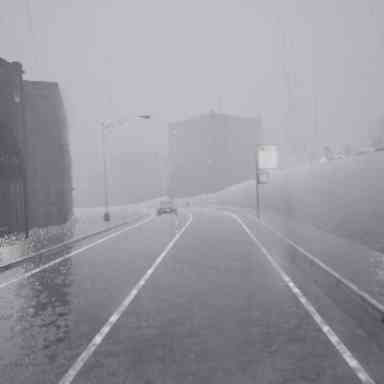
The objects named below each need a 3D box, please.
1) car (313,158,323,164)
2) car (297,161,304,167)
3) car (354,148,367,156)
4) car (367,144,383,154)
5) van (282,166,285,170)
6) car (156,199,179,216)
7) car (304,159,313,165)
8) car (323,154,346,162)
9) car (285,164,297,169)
[{"bbox_3d":[25.415,-5.819,63.334,2.002,1.452,4.674,-2,1,3],"label":"car"},{"bbox_3d":[25.915,-6.243,74.513,2.185,1.767,4.553,-2,1,3],"label":"car"},{"bbox_3d":[24.671,-5.469,46.920,2.231,1.521,4.892,-2,1,3],"label":"car"},{"bbox_3d":[24.430,-5.326,41.407,2.231,1.521,4.892,-2,1,2],"label":"car"},{"bbox_3d":[26.654,-6.692,90.905,1.878,1.987,4.442,-2,1,3],"label":"van"},{"bbox_3d":[-2.391,1.487,32.304,1.837,1.490,4.892,-2,-1,-5],"label":"car"},{"bbox_3d":[25.665,-6.117,69.000,2.185,1.767,4.553,-2,1,3],"label":"car"},{"bbox_3d":[25.160,-5.855,57.844,2.185,1.767,4.553,-2,1,3],"label":"car"},{"bbox_3d":[26.418,-6.356,85.518,2.231,1.521,4.892,-2,1,3],"label":"car"}]
